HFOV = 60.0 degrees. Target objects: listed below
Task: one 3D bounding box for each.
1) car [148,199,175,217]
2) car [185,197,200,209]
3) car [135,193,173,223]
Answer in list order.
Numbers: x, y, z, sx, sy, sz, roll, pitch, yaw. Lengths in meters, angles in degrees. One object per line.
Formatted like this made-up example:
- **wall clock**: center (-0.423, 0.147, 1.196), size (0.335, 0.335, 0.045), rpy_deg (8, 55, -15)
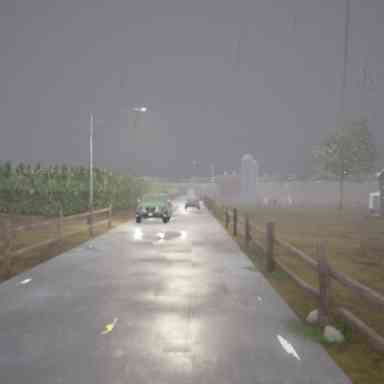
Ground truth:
- **car**: center (-2.735, 1.420, 31.065), size (2.033, 1.411, 5.357), rpy_deg (0, 0, 0)
- **car**: center (0.059, 1.368, 41.324), size (2.033, 1.411, 5.357), rpy_deg (0, 0, 1)
- **car**: center (-2.739, 1.110, 24.654), size (2.150, 2.045, 5.566), rpy_deg (0, 0, 0)
